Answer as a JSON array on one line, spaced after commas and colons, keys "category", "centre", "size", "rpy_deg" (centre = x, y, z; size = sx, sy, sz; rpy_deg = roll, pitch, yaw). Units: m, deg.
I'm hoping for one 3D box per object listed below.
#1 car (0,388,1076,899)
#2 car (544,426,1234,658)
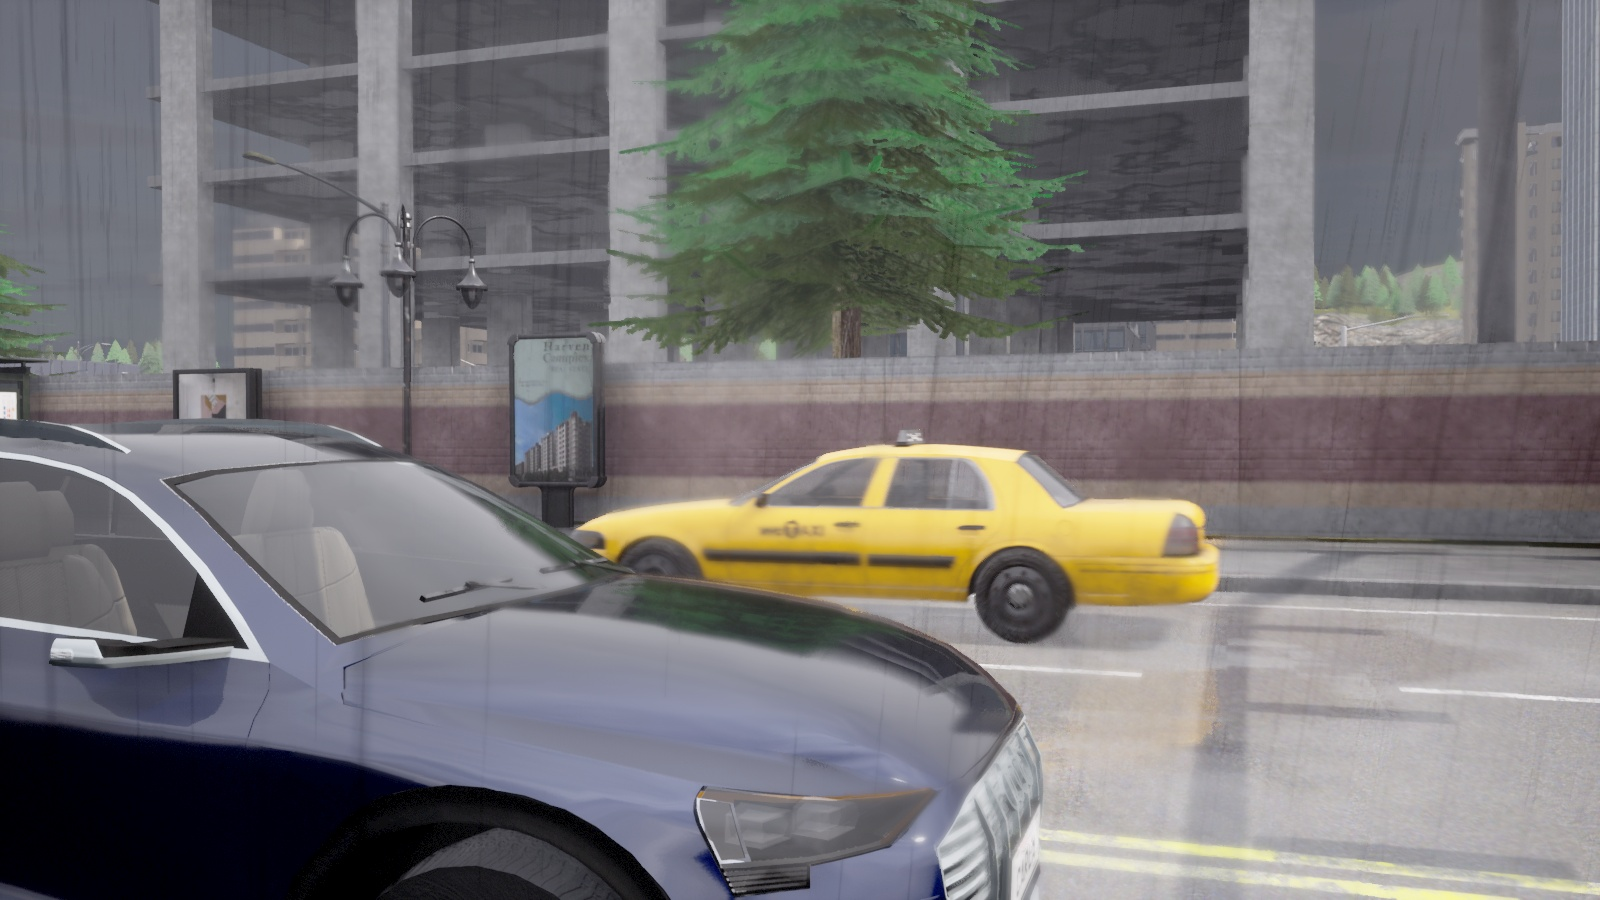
[{"category": "car", "centre": [-1.758, 0.690, 3.783], "size": [4.856, 1.649, 2.033], "rpy_deg": [1, 1, 19]}, {"category": "car", "centre": [0.721, 0.603, 10.313], "size": [5.366, 1.575, 1.801], "rpy_deg": [1, 1, 19]}]
